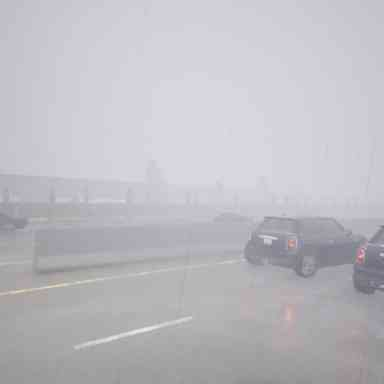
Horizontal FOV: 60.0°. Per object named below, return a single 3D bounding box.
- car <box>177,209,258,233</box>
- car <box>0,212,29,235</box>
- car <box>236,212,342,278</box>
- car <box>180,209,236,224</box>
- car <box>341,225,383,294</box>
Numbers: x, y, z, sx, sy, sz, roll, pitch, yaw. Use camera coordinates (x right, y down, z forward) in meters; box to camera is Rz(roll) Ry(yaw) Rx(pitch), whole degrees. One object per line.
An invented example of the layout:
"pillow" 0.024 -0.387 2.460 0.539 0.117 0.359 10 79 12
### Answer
"car" 1.812 1.872 22.477 5.357 1.411 2.033 2 -1 -35
"car" -11.305 1.602 17.424 4.718 1.301 1.895 0 0 -35
"car" 3.913 1.520 10.833 4.553 1.767 2.097 2 -1 -35
"car" 1.423 1.758 17.901 4.674 1.442 1.812 2 -1 -35
"car" 5.894 1.518 7.947 4.553 1.767 2.097 2 -1 -35
